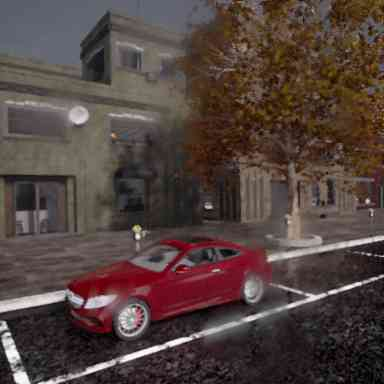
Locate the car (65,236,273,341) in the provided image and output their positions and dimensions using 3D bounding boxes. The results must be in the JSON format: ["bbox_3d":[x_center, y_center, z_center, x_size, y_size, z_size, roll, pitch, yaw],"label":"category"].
[{"bbox_3d":[-0.214,1.558,6.409,4.206,1.307,1.802,-1,0,-35],"label":"car"}]
